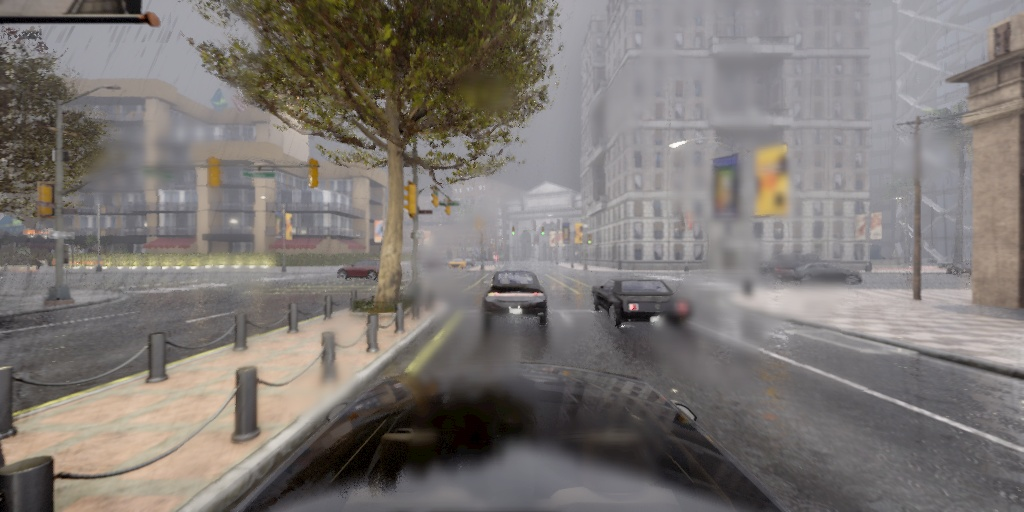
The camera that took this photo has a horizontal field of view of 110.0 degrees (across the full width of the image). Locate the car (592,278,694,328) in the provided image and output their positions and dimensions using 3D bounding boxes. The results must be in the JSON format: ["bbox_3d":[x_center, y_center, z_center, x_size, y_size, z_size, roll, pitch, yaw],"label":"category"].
[{"bbox_3d":[3.790,1.330,11.357,1.895,1.301,4.718,0,0,3],"label":"car"}]

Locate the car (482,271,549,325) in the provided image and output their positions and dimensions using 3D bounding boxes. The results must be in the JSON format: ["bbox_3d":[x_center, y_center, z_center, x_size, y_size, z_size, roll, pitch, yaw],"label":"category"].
[{"bbox_3d":[0.062,1.220,11.721,2.128,1.511,4.902,0,0,-1],"label":"car"}]

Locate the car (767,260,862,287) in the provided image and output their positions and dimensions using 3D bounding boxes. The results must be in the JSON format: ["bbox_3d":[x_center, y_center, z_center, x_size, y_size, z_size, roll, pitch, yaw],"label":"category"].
[{"bbox_3d":[20.169,1.192,23.636,4.902,1.511,2.128,0,0,-1],"label":"car"}]

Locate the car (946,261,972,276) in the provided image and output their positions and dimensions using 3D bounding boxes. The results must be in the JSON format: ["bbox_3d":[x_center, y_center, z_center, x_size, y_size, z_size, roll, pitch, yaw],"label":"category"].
[{"bbox_3d":[44.668,1.183,34.297,4.892,1.490,1.837,0,0,1],"label":"car"}]

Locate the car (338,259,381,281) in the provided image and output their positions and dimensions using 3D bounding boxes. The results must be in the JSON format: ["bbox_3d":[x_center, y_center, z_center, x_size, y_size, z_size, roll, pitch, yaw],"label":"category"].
[{"bbox_3d":[-11.860,1.042,29.131,4.553,1.767,2.097,0,0,23],"label":"car"}]

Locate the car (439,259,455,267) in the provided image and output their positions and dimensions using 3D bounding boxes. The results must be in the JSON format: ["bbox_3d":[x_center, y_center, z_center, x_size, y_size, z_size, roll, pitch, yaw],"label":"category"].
[{"bbox_3d":[-11.485,1.216,63.625,1.895,1.301,4.718,0,0,1],"label":"car"}]

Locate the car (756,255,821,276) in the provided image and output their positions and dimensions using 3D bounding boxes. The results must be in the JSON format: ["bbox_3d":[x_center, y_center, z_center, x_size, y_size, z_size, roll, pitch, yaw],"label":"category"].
[{"bbox_3d":[26.619,0.897,34.354,5.566,2.045,2.150,0,0,0],"label":"car"}]

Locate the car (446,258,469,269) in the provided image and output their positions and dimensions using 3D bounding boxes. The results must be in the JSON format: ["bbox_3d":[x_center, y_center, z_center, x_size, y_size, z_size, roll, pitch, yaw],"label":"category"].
[{"bbox_3d":[-8.003,1.115,53.401,1.882,1.535,5.008,0,0,1],"label":"car"}]

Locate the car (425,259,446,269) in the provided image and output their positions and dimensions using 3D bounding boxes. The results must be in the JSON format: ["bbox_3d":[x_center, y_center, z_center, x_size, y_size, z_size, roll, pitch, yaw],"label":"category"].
[{"bbox_3d":[-11.498,1.238,53.353,1.895,1.301,4.718,0,0,1],"label":"car"}]
